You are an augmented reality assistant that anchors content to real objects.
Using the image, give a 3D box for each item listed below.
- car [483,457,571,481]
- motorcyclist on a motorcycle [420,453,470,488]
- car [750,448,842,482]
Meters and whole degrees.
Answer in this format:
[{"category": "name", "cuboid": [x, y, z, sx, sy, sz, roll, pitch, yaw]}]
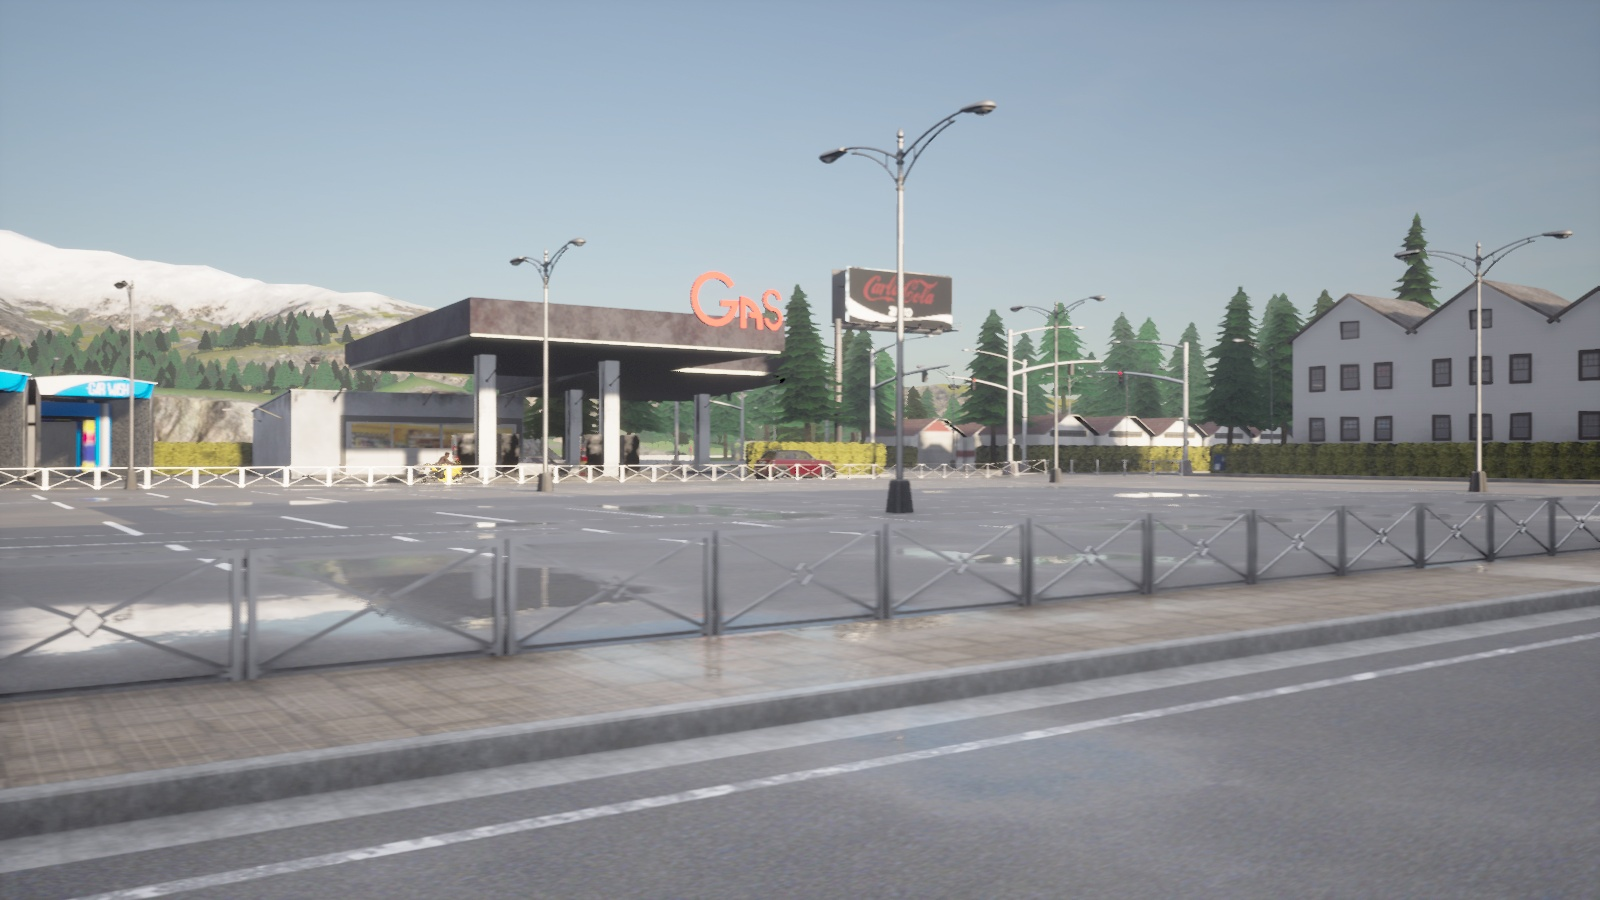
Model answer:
[{"category": "car", "cuboid": [-15.440, 1.068, 71.182, 1.895, 1.301, 4.718, 0, 0, 41]}, {"category": "motorcyclist on a motorcycle", "cuboid": [-16.063, 0.915, 56.800, 2.044, 1.523, 0.797, 0, 0, -35]}, {"category": "car", "cuboid": [-0.211, 0.785, 67.700, 4.553, 1.767, 2.097, 0, 0, -35]}]
